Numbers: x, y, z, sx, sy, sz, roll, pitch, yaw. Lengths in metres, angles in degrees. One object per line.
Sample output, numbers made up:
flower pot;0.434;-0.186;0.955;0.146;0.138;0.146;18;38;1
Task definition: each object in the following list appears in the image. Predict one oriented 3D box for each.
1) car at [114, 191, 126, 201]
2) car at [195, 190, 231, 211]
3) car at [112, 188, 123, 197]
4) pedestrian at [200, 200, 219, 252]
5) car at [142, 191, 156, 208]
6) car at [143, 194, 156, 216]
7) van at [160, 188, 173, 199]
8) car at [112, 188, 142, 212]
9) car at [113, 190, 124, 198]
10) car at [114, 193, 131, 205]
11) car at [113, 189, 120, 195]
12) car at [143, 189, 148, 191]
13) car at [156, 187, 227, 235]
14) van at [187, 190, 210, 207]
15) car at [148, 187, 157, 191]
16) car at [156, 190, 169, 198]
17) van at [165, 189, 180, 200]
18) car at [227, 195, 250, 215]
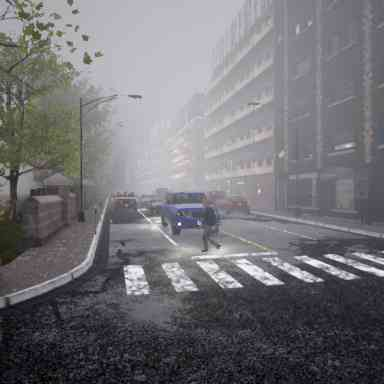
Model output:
car;-11.339;0.602;52.168;1.752;1.417;4.829;1;1;-14
car;1.957;0.730;32.823;2.192;1.841;5.009;1;1;-14
car;-16.562;-0.001;73.803;2.192;1.841;5.009;1;1;-14
pedestrian;0.569;1.110;11.295;0.375;1.860;0.375;1;0;-14
car;-4.851;0.908;36.308;2.033;1.411;5.357;0;1;-14
car;-2.508;1.101;26.590;1.994;1.385;4.181;0;1;-14
van;-4.527;0.269;59.665;1.690;1.788;3.998;1;1;-14
car;-6.188;0.779;30.857;2.192;1.841;5.009;1;1;-14
car;-13.973;0.430;63.070;2.008;1.369;4.403;1;1;-14
car;-8.786;0.835;41.598;1.947;1.339;4.313;1;1;-14
car;-20.457;-0.043;89.911;1.947;1.339;4.313;1;1;-14
car;-7.165;0.461;59.470;1.812;1.442;4.674;0;1;-14
car;-0.261;0.928;17.278;2.150;2.045;5.566;0;1;-14
van;0.660;0.659;38.192;1.690;1.788;3.998;1;1;-14
car;-4.733;0.339;49.417;2.150;2.045;5.566;0;1;-13
car;-5.866;0.352;65.201;1.752;1.417;4.829;1;1;-14
van;-3.230;0.366;54.298;1.690;1.788;3.998;1;1;-14
car;3.252;0.953;27.457;1.967;1.590;4.097;1;1;-14
